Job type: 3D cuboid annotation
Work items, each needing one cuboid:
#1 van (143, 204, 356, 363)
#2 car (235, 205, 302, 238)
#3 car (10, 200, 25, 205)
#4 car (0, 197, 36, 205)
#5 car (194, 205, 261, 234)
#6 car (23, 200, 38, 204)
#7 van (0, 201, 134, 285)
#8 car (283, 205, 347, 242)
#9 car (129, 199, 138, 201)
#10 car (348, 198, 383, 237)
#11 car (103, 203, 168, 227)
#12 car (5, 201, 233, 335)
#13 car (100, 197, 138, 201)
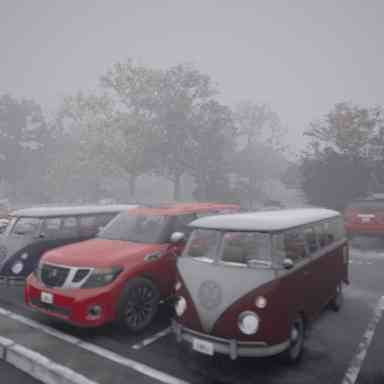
[{"bbox_3d":[1.419,1.324,5.906,1.878,1.987,4.442,-1,0,36],"label":"van"},{"bbox_3d":[4.685,1.604,19.809,2.097,1.535,5.008,-1,0,36],"label":"car"},{"bbox_3d":[-15.684,1.881,34.414,2.002,1.452,4.674,-1,0,36],"label":"car"},{"bbox_3d":[-17.968,1.740,36.010,2.185,1.767,4.553,-1,0,36],"label":"car"},{"bbox_3d":[2.401,1.661,21.404,2.163,1.488,4.792,-1,0,36],"label":"car"},{"bbox_3d":[-13.426,1.817,32.785,2.097,1.535,5.008,-1,0,36],"label":"car"},{"bbox_3d":[-3.004,1.380,9.077,1.878,1.987,4.442,-1,0,36],"label":"van"},{"bbox_3d":[6.951,1.574,18.405,1.946,1.575,5.366,-1,0,36],"label":"car"},{"bbox_3d":[-2.090,1.561,24.700,2.185,1.767,4.553,-1,0,36],"label":"car"},{"bbox_3d":[9.121,1.297,16.656,2.435,2.045,5.566,-1,0,36],"label":"car"},{"bbox_3d":[-4.367,1.715,26.302,2.231,1.521,4.892,-1,0,36],"label":"car"},{"bbox_3d":[-0.691,1.326,7.527,2.435,2.045,5.566,-1,0,36],"label":"car"},{"bbox_3d":[-6.651,1.489,27.898,2.435,2.045,5.566,-1,0,36],"label":"car"}]
